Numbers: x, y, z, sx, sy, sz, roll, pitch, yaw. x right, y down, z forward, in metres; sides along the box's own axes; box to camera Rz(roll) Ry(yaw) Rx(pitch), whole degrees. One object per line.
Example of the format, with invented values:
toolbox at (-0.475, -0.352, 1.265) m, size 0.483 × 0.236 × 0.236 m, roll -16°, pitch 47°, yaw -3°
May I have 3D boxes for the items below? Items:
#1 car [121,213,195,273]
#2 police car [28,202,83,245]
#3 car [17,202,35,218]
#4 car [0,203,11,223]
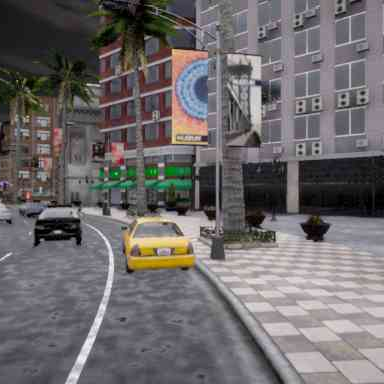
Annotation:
car at (-1.288, 1.455, 10.766) m, size 1.801 × 1.575 × 5.366 m, roll 0°, pitch 0°, yaw -13°
police car at (-6.298, 1.418, 15.873) m, size 1.930 × 1.638 × 5.238 m, roll 0°, pitch 0°, yaw -19°
car at (-14.386, 1.548, 30.157) m, size 1.994 × 1.385 × 4.181 m, roll 0°, pitch 0°, yaw -38°
car at (-14.548, 1.510, 24.526) m, size 1.812 × 1.442 × 4.674 m, roll 0°, pitch 0°, yaw -34°
